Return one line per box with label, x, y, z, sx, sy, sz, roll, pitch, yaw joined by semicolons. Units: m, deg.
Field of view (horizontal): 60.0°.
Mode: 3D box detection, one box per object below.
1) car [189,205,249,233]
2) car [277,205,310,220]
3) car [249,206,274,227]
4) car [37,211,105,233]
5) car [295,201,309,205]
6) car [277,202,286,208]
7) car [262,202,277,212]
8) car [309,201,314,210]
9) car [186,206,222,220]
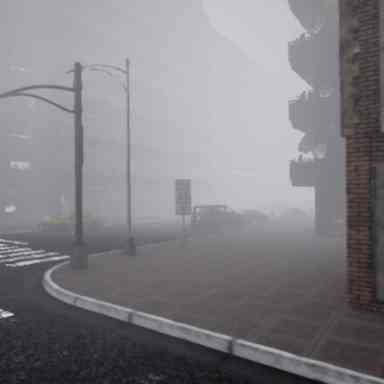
car;1.771;1.829;23.633;2.192;1.841;5.009;-2;-2;35
car;11.526;2.402;37.538;1.802;1.307;4.206;-2;-2;35
car;5.025;2.161;28.263;1.887;1.381;4.507;-2;-2;35
car;-8.445;2.032;23.588;1.752;1.417;4.829;-2;-2;35
car;20.909;2.970;65.468;1.887;1.381;4.507;-2;-2;35
car;14.404;2.539;56.199;2.192;1.841;5.009;-2;-2;35
car;11.058;2.645;51.415;1.752;1.417;4.829;-2;-2;35
car;24.155;2.840;70.112;2.192;1.841;5.009;-2;-2;35
car;1.405;2.363;37.640;1.887;1.381;4.507;-2;-2;35
